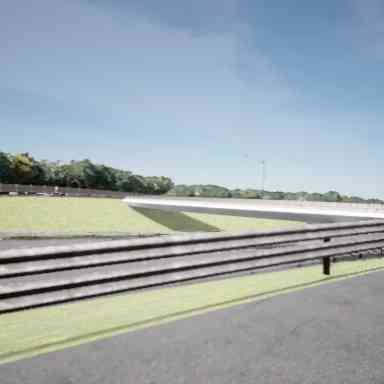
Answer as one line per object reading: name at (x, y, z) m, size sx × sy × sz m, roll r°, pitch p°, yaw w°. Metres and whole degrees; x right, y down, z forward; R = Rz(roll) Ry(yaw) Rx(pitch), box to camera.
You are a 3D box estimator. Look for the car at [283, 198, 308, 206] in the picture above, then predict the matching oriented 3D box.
car at (17.423, 1.782, 56.833) m, size 4.553 × 1.767 × 2.097 m, roll 1°, pitch -2°, yaw 41°
